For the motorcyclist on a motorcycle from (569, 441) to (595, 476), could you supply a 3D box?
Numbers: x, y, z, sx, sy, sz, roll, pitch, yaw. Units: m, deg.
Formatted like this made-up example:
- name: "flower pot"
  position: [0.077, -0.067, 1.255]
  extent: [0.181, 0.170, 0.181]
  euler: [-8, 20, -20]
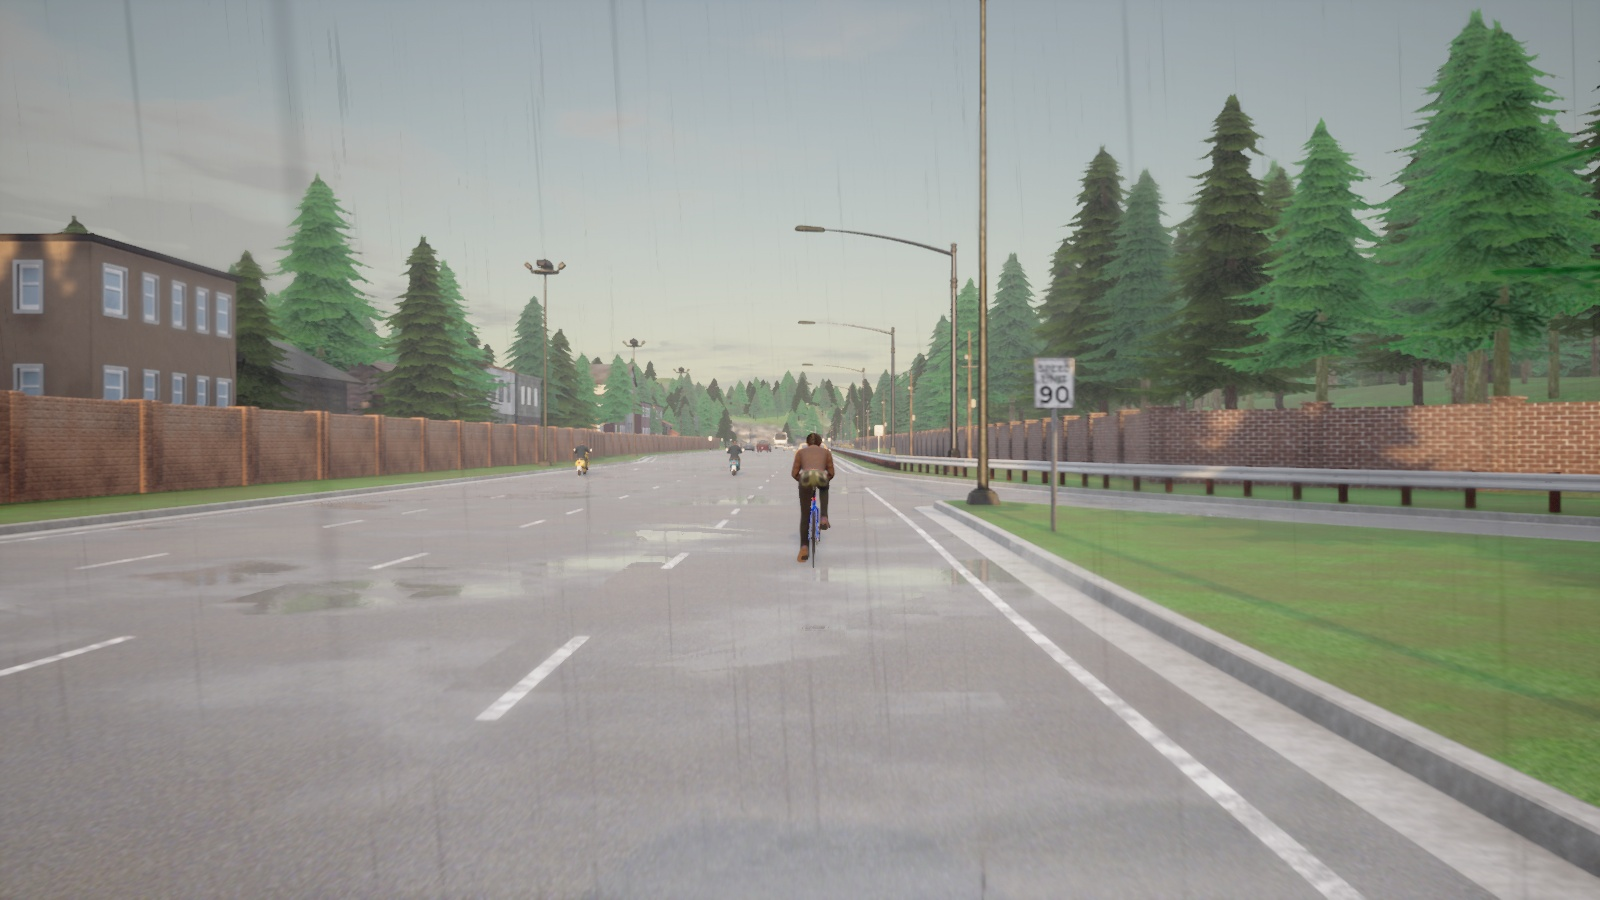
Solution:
- name: "motorcyclist on a motorcycle"
  position: [-9.978, 0.369, 57.547]
  extent: [0.866, 1.590, 1.817]
  euler: [0, 0, 0]

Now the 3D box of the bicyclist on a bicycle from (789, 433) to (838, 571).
- name: "bicyclist on a bicycle"
  position: [0.174, 0.612, 15.573]
  extent: [0.582, 1.620, 1.656]
  euler: [0, 0, 1]

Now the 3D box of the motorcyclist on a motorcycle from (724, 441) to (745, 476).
- name: "motorcyclist on a motorcycle"
  position: [-2.978, 0.375, 57.505]
  extent: [0.866, 1.590, 1.817]
  euler: [0, 0, 0]
